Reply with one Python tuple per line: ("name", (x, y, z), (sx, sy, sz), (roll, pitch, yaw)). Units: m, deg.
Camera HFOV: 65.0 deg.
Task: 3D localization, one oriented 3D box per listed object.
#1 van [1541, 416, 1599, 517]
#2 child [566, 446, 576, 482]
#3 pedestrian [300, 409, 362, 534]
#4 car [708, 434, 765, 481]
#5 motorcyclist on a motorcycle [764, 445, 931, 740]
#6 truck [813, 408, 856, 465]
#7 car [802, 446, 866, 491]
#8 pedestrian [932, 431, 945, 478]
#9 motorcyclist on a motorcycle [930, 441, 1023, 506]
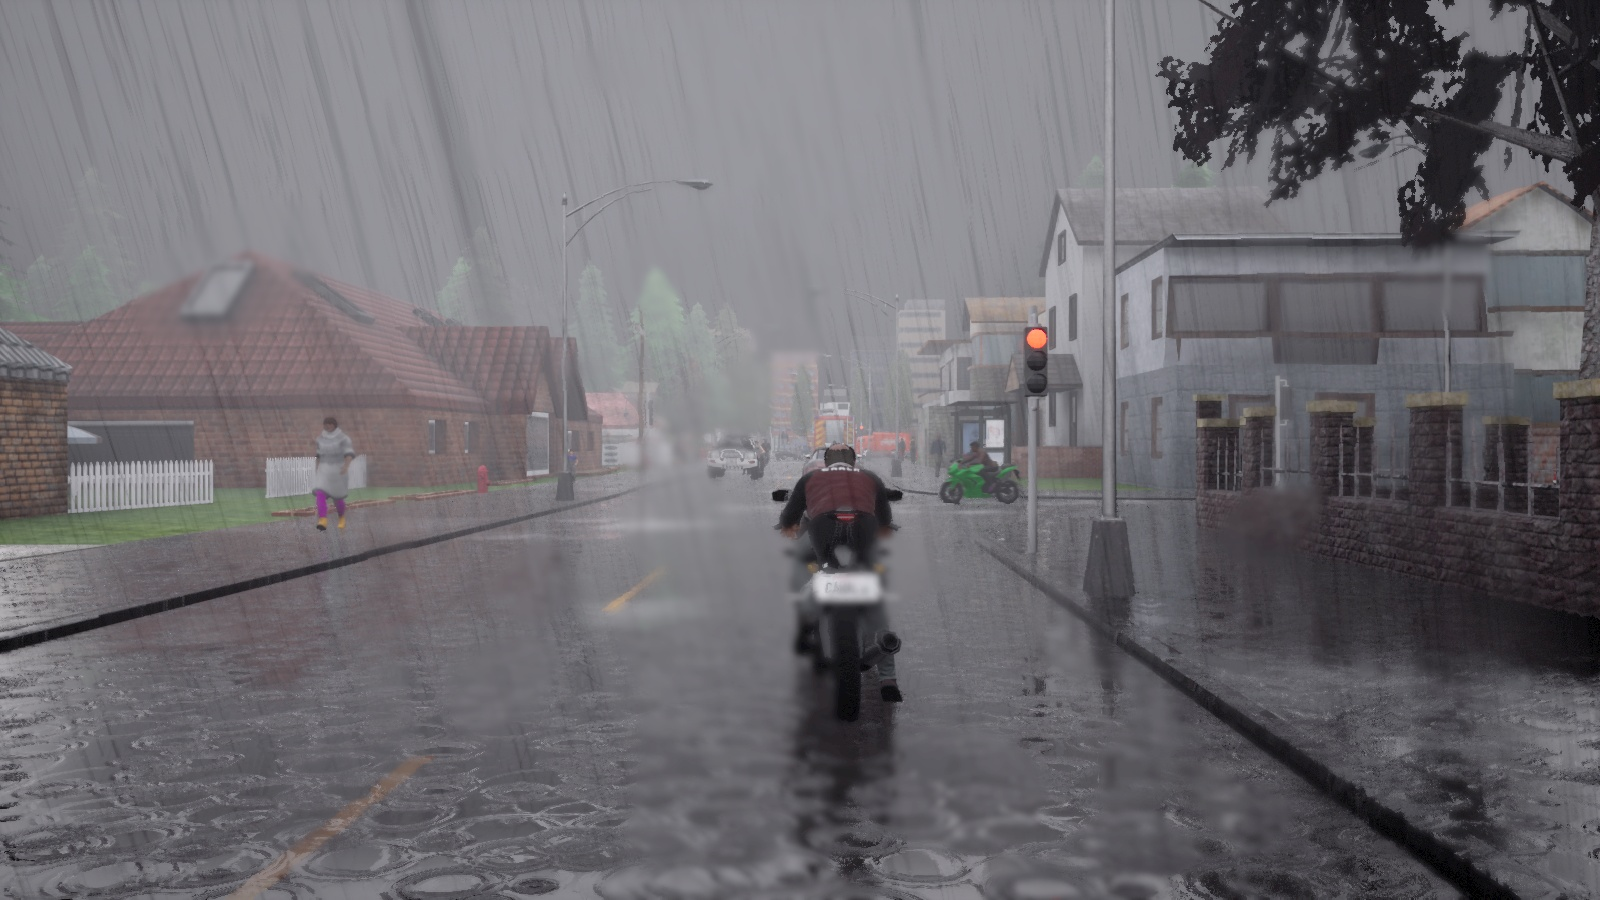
("van", (18.371, 0.336, 26.301), (4.480, 2.038, 2.069), (0, 0, -1))
("child", (-7.927, 0.484, 43.522), (0.270, 1.263, 0.437), (0, 0, 1))
("pedestrian", (-7.489, 0.332, 20.086), (0.659, 1.952, 0.873), (0, 0, 1))
("car", (-2.569, 0.268, 52.005), (1.932, 1.855, 4.605), (0, 0, 2))
("motorcyclist on a motorcycle", (0.244, 0.739, 7.623), (0.866, 1.530, 2.191), (0, 0, 0))
("truck", (2.443, -0.918, 88.847), (2.891, 3.827, 8.468), (0, 0, 1))
("car", (1.097, 0.579, 41.129), (1.994, 1.385, 4.181), (0, 0, 1))
("pedestrian", (5.524, 0.177, 50.161), (0.402, 1.842, 0.726), (0, 0, -2))
("motorcyclist on a motorcycle", (4.240, 0.561, 30.235), (2.044, 1.523, 0.797), (0, 2, -11))
